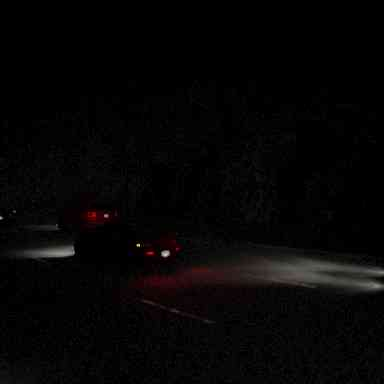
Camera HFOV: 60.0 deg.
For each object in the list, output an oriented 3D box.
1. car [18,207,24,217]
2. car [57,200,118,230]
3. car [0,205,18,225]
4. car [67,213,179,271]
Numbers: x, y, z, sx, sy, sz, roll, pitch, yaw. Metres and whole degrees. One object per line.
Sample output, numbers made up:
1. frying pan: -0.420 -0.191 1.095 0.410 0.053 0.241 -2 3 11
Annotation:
1. car: -20.580 2.135 37.649 1.994 1.385 4.181 0 -1 -41
2. car: -6.876 1.537 21.761 2.150 2.045 5.566 0 -1 -41
3. car: -15.882 1.975 26.854 1.994 1.385 4.181 0 -1 -41
4. car: -2.383 1.691 11.574 1.812 1.442 4.674 0 -1 -44
